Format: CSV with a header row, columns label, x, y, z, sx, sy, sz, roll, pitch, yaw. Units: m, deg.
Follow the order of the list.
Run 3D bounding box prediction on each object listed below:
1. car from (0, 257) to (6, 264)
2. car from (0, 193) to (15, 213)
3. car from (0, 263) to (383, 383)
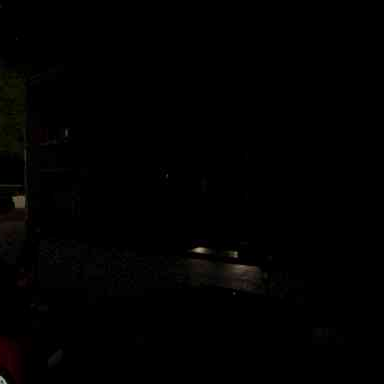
label,x,y,z,sx,sy,sz,roll,pitch,yaw
car,-4.569,1.582,6.060,4.206,1.307,1.802,0,0,35
car,-20.520,1.122,32.798,2.150,2.045,5.566,0,0,35
car,-0.072,1.545,2.863,4.507,1.381,1.887,0,0,35
